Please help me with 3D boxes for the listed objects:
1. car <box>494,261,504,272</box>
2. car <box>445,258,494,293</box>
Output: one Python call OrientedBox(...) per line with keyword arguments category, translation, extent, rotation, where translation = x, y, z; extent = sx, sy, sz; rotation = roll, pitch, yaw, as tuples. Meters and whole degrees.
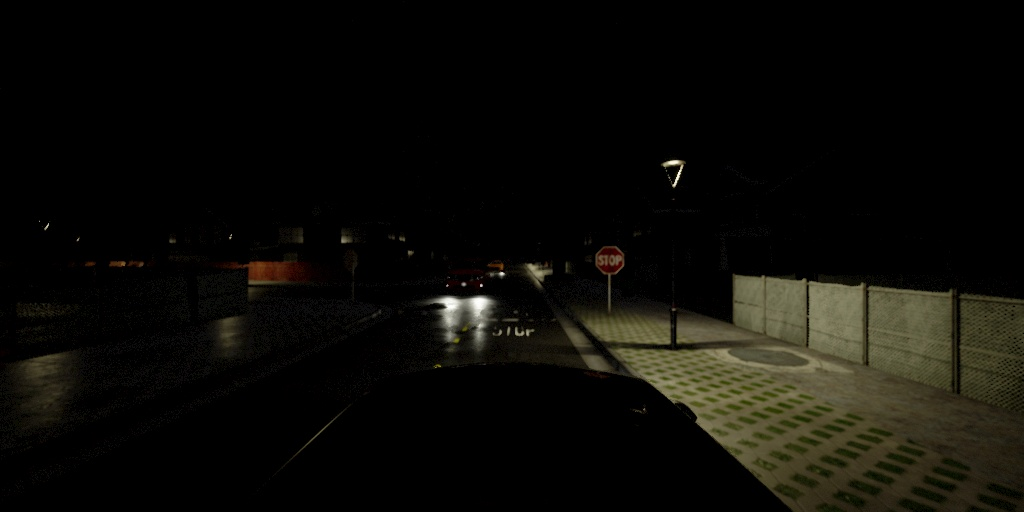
OrientedBox(category="car", translation=(-2.095, 1.386, 48.526), extent=(1.882, 1.535, 5.008), rotation=(0, 0, 1))
OrientedBox(category="car", translation=(-2.509, 1.149, 21.749), extent=(2.150, 2.045, 5.566), rotation=(0, 0, 1))
